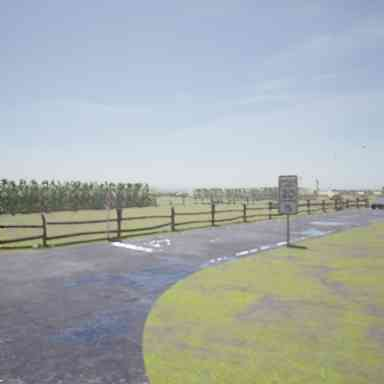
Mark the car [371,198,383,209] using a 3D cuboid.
[{"bbox_3d":[24.981,1.492,43.331,2.033,1.411,5.357,0,0,44],"label":"car"}]
